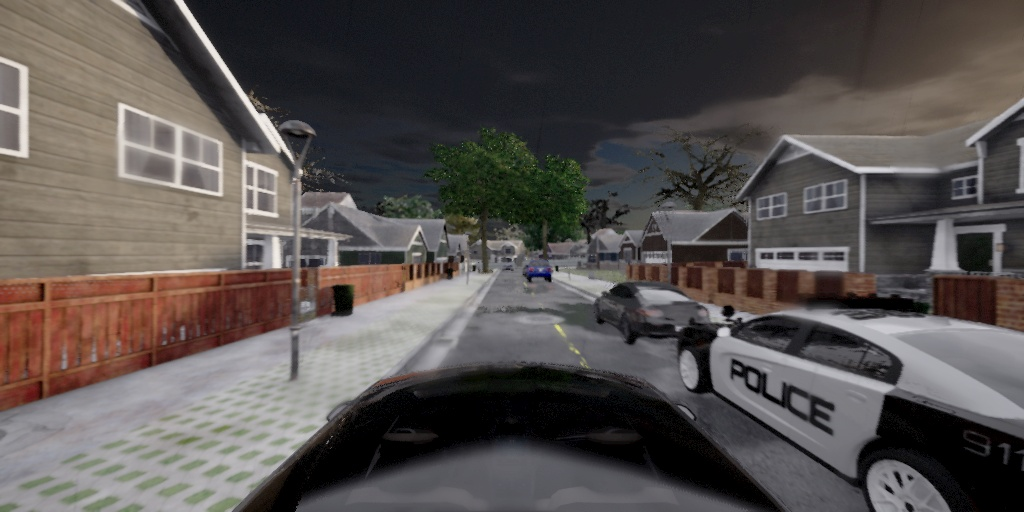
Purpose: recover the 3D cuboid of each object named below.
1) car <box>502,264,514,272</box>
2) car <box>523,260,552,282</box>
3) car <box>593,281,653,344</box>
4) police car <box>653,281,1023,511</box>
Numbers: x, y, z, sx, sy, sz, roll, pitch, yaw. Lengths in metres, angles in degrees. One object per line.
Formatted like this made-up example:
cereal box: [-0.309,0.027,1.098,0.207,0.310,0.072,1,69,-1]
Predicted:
car: [-0.728,2.063,63.420,1.994,1.385,4.181,0,-1,-1]
car: [2.513,1.395,34.416,2.150,2.045,5.566,0,-1,-1]
car: [3.576,1.398,9.851,1.812,1.442,4.674,0,-1,0]
police car: [3.581,1.226,3.934,1.930,1.638,5.238,0,-1,0]
